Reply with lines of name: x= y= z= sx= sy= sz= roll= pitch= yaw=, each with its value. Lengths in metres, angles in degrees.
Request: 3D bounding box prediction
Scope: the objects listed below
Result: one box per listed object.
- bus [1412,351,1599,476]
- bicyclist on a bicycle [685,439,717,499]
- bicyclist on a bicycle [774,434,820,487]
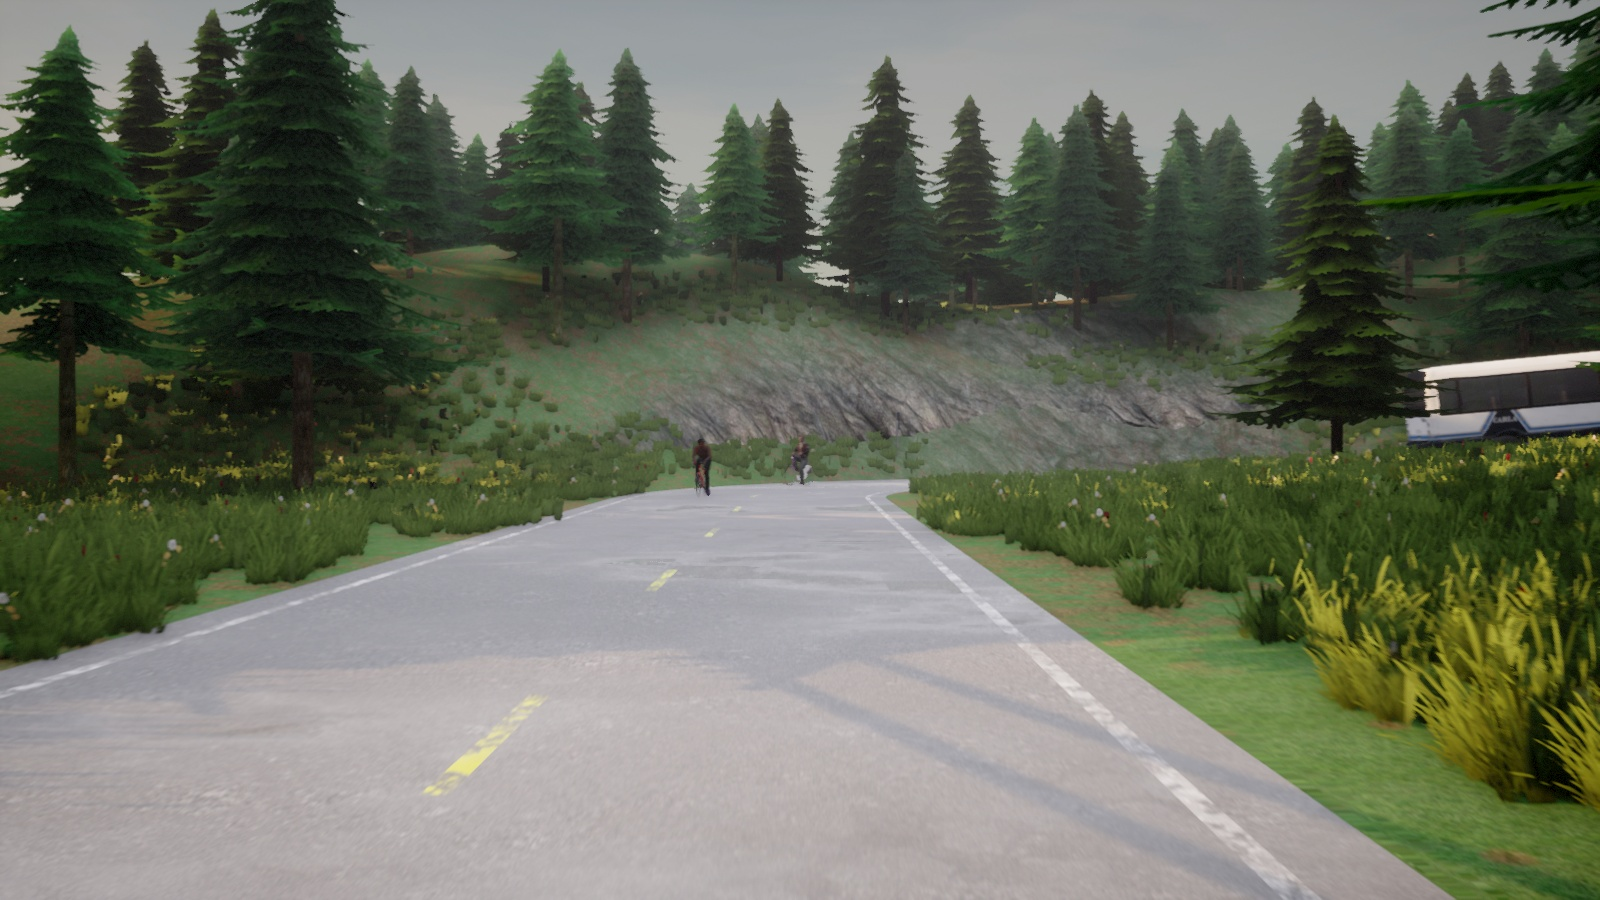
bus: x=30.324 y=-1.595 z=49.345 sx=10.273 sy=4.253 sz=3.944 roll=-5 pitch=0 yaw=10
bicyclist on a bicycle: x=-2.735 y=0.501 z=34.775 sx=0.582 sy=1.620 sz=1.656 roll=1 pitch=1 yaw=6
bicyclist on a bicycle: x=-0.085 y=0.373 z=43.136 sx=0.659 sy=1.776 sz=1.843 roll=1 pitch=0 yaw=32
